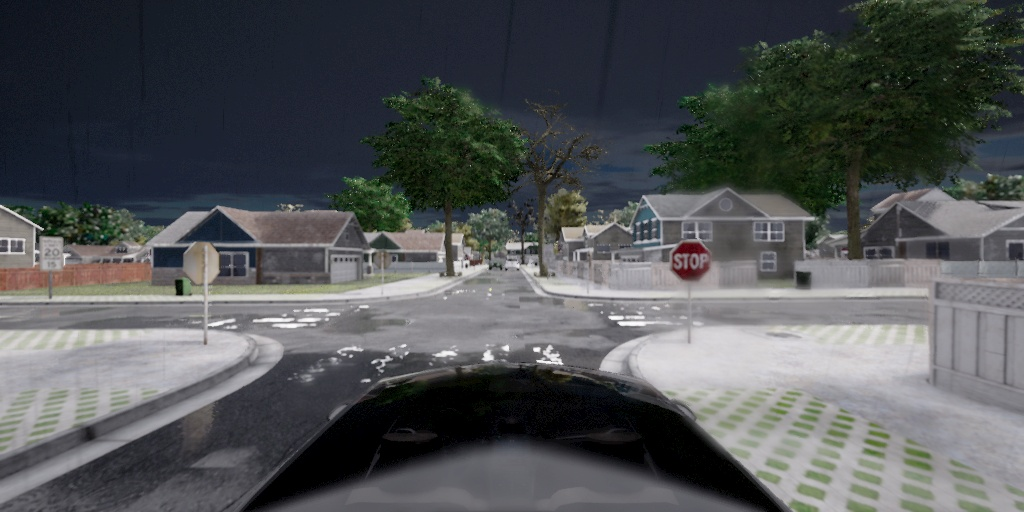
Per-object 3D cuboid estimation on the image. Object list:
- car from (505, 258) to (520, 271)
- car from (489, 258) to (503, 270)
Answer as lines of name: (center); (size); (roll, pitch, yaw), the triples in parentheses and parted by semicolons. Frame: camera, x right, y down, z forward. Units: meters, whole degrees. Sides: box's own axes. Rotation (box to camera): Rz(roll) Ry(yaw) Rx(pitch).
car: (0.043, 1.304, 56.621); (2.150, 2.045, 5.566); (0, 0, 0)
car: (-2.703, 1.328, 60.733); (2.150, 2.045, 5.566); (0, 0, 0)
